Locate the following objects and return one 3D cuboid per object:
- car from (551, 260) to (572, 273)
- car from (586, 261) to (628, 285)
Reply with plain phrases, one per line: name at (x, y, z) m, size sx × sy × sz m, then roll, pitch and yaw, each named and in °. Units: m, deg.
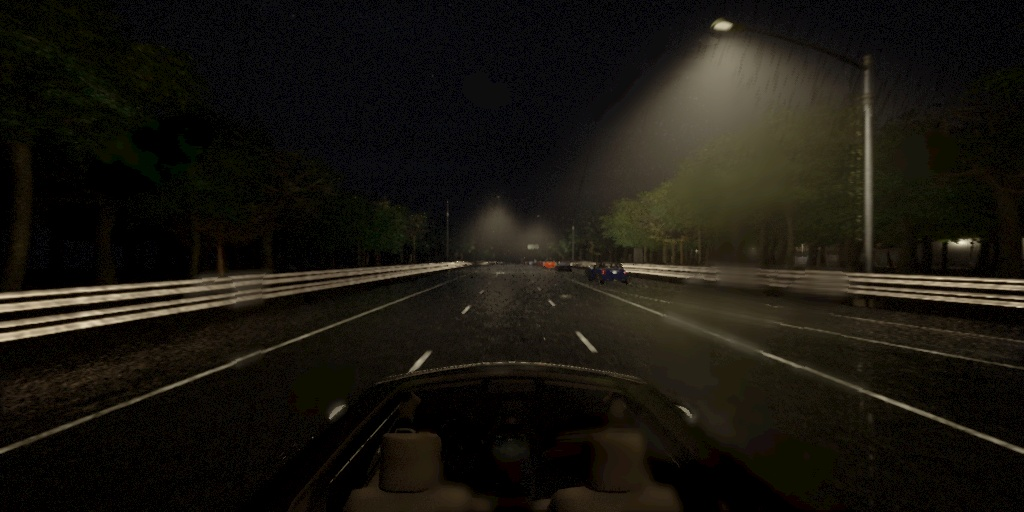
car at (7.005, 1.539, 49.208) m, size 2.033 × 1.411 × 5.357 m, roll 0°, pitch 0°, yaw 0°
car at (7.341, 1.241, 28.250) m, size 2.097 × 1.767 × 4.553 m, roll 0°, pitch 0°, yaw -4°
